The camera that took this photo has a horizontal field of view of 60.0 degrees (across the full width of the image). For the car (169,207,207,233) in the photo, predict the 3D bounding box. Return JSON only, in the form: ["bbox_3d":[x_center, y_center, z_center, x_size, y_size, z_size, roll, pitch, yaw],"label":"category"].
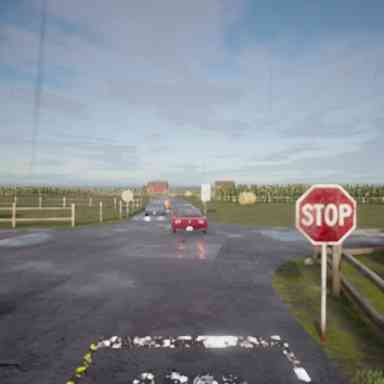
[{"bbox_3d":[-0.173,1.579,19.384,1.895,1.301,4.718,0,0,-1],"label":"car"}]

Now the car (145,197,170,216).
[{"bbox_3d":[-3.525,1.513,32.907,2.033,1.411,5.357,0,0,-2],"label":"car"}]

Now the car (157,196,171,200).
[{"bbox_3d":[-3.931,1.309,42.787,2.097,1.767,4.553,0,0,-3],"label":"car"}]

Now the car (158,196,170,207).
[{"bbox_3d":[-4.508,1.445,54.294,1.837,1.490,4.892,0,2,-3],"label":"car"}]
